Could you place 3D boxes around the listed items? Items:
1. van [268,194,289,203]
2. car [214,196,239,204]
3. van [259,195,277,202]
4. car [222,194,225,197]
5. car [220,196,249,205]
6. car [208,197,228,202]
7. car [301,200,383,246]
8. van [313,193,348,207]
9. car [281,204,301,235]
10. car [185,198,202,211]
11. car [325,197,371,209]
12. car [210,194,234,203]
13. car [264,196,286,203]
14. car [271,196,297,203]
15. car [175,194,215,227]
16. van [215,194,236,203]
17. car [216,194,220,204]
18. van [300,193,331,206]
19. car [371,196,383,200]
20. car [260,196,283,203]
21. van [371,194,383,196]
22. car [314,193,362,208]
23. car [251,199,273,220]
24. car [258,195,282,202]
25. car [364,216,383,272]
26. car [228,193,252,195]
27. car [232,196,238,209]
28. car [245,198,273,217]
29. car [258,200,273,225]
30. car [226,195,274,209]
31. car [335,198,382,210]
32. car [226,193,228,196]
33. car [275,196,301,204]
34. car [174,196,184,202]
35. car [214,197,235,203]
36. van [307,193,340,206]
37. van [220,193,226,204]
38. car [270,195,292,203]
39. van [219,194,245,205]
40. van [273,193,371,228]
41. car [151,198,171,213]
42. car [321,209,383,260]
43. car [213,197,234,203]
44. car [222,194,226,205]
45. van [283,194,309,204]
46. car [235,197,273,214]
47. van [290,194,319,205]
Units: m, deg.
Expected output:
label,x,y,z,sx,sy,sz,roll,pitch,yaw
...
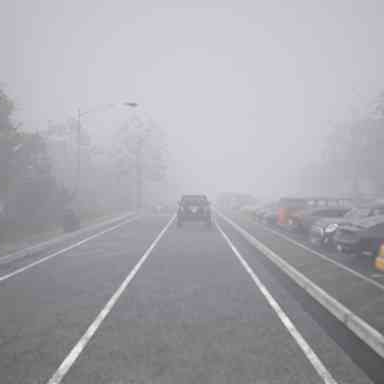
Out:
label,x,y,z,sx,sy,sz,roll,pitch,yaw
van,20.583,1.590,79.360,4.442,1.987,1.878,0,-1,0
car,7.343,1.690,71.313,5.008,1.535,2.097,0,-1,0
van,20.652,1.794,90.557,4.442,1.987,1.878,0,-1,0
car,7.205,1.479,49.126,4.674,1.452,2.002,0,0,0
car,7.282,1.498,57.428,4.792,1.488,2.163,0,0,0
car,7.287,2.093,93.505,5.366,1.575,1.946,0,-1,0
car,7.014,1.318,13.039,4.553,1.767,2.185,0,0,0
van,20.398,1.209,49.033,4.442,1.987,1.878,0,0,0
car,7.029,1.470,15.812,4.792,1.488,2.163,0,0,0
car,0.216,1.511,41.451,1.994,1.385,4.181,0,0,0
car,20.242,1.435,43.368,5.008,1.535,2.097,0,0,0
car,7.377,1.617,82.421,5.566,2.045,2.435,0,-1,0
car,20.477,1.862,82.127,4.892,1.521,2.231,0,-1,0
car,20.428,1.729,73.943,5.008,1.535,2.097,0,-1,0
car,0.139,1.172,22.322,2.150,2.045,5.566,0,0,0
van,7.471,1.509,74.093,4.442,1.987,1.878,0,-1,0
car,7.264,1.188,54.678,5.566,2.045,2.435,0,0,0
van,20.199,1.208,54.582,4.442,1.987,1.878,0,0,0
car,20.174,1.435,32.288,5.008,1.535,2.097,0,0,0
car,20.315,1.904,84.895,5.366,1.575,1.946,0,-1,0
van,20.331,1.209,37.952,4.442,1.987,1.878,0,0,0
car,20.237,1.183,46.263,5.566,2.045,2.435,0,0,0
car,7.021,1.470,24.141,4.792,1.488,2.163,0,0,0
car,20.545,1.706,87.667,5.566,2.045,2.435,0,-1,0
car,7.134,1.459,7.491,5.366,1.575,1.946,0,0,0
car,7.120,1.314,40.798,4.553,1.767,2.185,0,0,0
car,7.112,1.441,35.245,4.892,1.521,2.231,0,0,0
car,7.038,1.470,26.917,4.792,1.488,2.163,0,0,0
car,7.004,1.470,21.365,4.792,1.488,2.163,0,0,0
car,6.949,1.437,38.023,5.366,1.575,1.946,0,0,0
car,20.228,1.475,40.597,4.674,1.452,2.002,0,0,0
car,7.137,1.314,43.574,4.553,1.767,2.185,0,0,0
car,20.411,1.683,71.047,5.008,1.535,2.097,0,-1,0
car,-2.952,1.660,77.326,1.994,1.385,4.181,0,-1,0
car,7.374,1.820,76.865,4.674,1.452,2.002,0,-1,0
van,20.414,1.208,51.678,4.442,1.987,1.878,0,0,0
van,7.102,1.213,51.903,4.442,1.987,1.878,0,0,0
car,20.418,1.646,76.590,4.553,1.767,2.185,0,-1,0
van,7.153,1.287,60.215,4.442,1.987,1.878,0,-1,0
van,7.133,1.215,18.588,4.442,1.987,1.878,0,0,0
car,-3.255,1.432,35.507,2.128,1.511,4.902,0,0,0
car,6.960,1.451,10.260,4.892,1.521,2.231,0,0,0
car,7.418,1.854,79.640,4.792,1.488,2.163,0,-1,0
car,7.180,1.439,46.350,5.008,1.535,2.097,0,0,0
van,20.499,1.368,65.511,4.442,1.987,1.878,0,-1,0
car,6.899,1.437,29.695,5.366,1.575,1.946,0,0,0
van,20.231,1.280,59.973,4.442,1.987,1.878,0,-1,0
